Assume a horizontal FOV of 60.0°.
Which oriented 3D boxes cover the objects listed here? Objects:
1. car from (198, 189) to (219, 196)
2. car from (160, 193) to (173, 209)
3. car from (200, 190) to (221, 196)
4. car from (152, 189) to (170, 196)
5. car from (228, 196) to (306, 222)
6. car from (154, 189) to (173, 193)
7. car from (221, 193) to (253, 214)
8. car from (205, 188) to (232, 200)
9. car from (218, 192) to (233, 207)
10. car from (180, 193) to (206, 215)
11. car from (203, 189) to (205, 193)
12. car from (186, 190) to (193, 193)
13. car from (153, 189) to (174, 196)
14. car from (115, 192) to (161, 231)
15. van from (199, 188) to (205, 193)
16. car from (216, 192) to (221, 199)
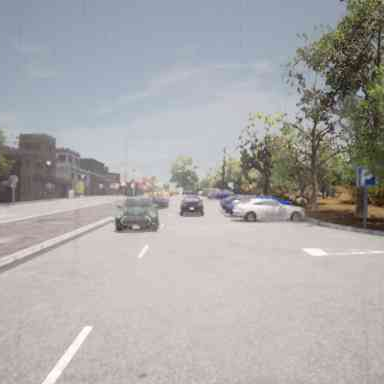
[{"bbox_3d":[4.394,0.104,90.906,5.566,2.045,2.435,0,-1,-1],"label":"car"},{"bbox_3d":[-3.391,1.074,34.840,1.895,1.301,4.718,0,1,0],"label":"car"},{"bbox_3d":[4.681,0.314,85.190,5.366,1.575,1.946,0,0,-1],"label":"car"},{"bbox_3d":[-7.716,0.179,83.142,4.553,1.767,2.185,0,0,-1],"label":"car"},{"bbox_3d":[4.995,1.159,21.743,4.674,1.452,2.002,0,1,0],"label":"car"},{"bbox_3d":[-7.894,0.299,80.221,5.366,1.575,1.946,0,0,-1],"label":"car"},{"bbox_3d":[4.990,1.067,24.891,5.008,1.535,2.097,0,1,0],"label":"car"},{"bbox_3d":[4.889,0.432,55.770,4.553,1.767,2.185,0,1,0],"label":"car"},{"bbox_3d":[4.965,1.014,28.164,4.892,1.521,2.231,0,1,0],"label":"car"},{"bbox_3d":[-0.011,1.066,27.649,1.812,1.442,4.674,0,1,0],"label":"car"},{"bbox_3d":[4.803,0.547,58.942,4.674,1.452,2.002,0,1,-1],"label":"car"},{"bbox_3d":[-0.630,0.311,87.624,1.882,1.535,5.008,0,0,-1],"label":"car"},{"bbox_3d":[-7.844,0.116,92.371,5.566,2.045,2.435,0,-1,-1],"label":"car"},{"bbox_3d":[-2.943,1.050,18.067,2.097,1.767,4.553,0,1,-7],"label":"car"},{"bbox_3d":[4.449,0.081,79.732,4.442,1.987,1.878,0,0,-1],"label":"van"},{"bbox_3d":[4.955,0.999,31.440,4.674,1.452,2.002,0,1,0],"label":"car"}]
